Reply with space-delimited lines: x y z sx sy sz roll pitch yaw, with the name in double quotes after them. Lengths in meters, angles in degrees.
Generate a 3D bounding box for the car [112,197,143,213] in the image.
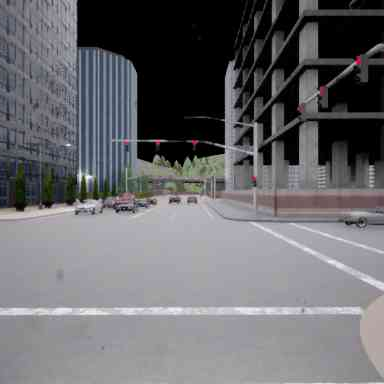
-7.069 1.564 36.726 1.994 1.385 4.181 0 0 0 "car"

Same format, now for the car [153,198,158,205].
-7.037 1.601 56.675 1.895 1.301 4.718 0 0 0 "car"

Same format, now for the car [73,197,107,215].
-10.570 1.526 34.411 1.812 1.442 4.674 0 0 0 "car"

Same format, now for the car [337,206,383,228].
11.897 1.545 21.197 4.718 1.301 1.895 0 0 0 "car"

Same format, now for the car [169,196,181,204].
-3.448 1.505 64.534 1.837 1.490 4.892 0 0 0 "car"

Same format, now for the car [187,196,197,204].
0.052 1.492 64.530 2.128 1.511 4.902 0 0 0 "car"

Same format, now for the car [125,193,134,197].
-10.553 1.221 53.759 2.150 2.045 5.566 0 0 0 "car"

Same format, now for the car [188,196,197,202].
0.060 1.579 73.635 1.895 1.301 4.718 0 0 0 "car"

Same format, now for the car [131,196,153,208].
-7.061 1.564 46.635 1.994 1.385 4.181 0 0 0 "car"

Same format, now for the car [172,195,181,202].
-3.440 1.508 73.608 1.812 1.442 4.674 0 0 0 "car"

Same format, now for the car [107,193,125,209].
-10.564 1.352 43.344 2.097 1.767 4.553 0 0 0 "car"
